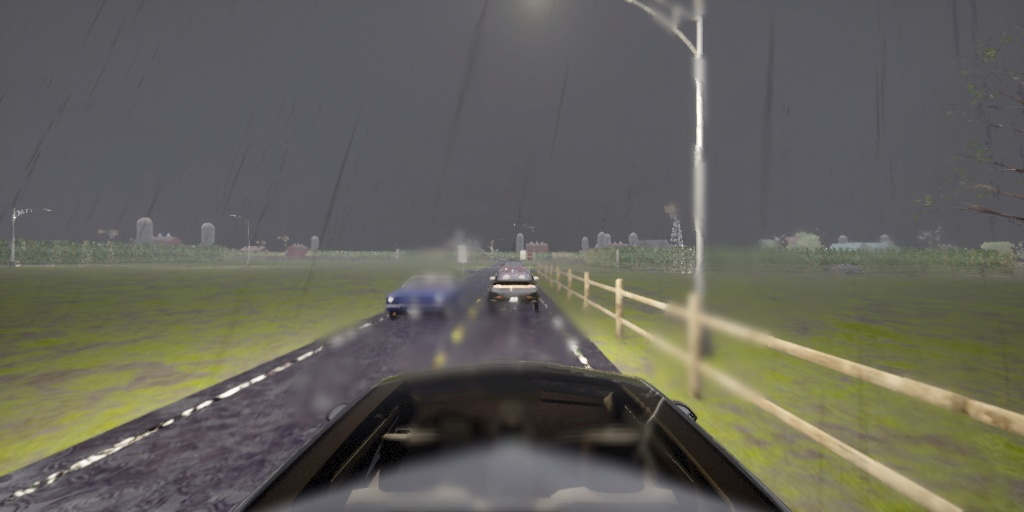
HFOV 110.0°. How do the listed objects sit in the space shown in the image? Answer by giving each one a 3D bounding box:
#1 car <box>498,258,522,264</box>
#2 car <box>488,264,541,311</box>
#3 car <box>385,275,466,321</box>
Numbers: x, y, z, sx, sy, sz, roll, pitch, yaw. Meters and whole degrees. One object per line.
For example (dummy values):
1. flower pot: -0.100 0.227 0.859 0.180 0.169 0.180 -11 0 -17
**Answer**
1. car: 0.100 1.113 28.956 2.097 1.767 4.553 0 0 0
2. car: 0.098 1.247 14.343 2.128 1.511 4.902 0 0 0
3. car: -2.849 1.358 12.696 1.895 1.301 4.718 0 0 0
